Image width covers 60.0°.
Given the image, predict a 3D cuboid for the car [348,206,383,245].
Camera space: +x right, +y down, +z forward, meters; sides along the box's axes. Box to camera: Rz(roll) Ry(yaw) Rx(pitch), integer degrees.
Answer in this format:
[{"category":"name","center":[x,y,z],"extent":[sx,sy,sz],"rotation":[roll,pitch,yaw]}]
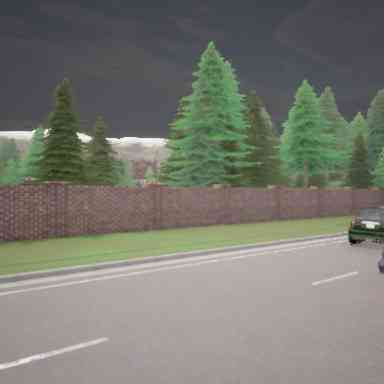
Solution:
[{"category":"car","center":[8.745,1.359,14.291],"extent":[4.553,1.767,2.097],"rotation":[0,0,-35]}]

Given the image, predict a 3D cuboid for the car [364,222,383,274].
[{"category":"car","center":[7.012,1.553,8.784],"extent":[5.357,1.411,2.033],"rotation":[0,0,-35]}]
